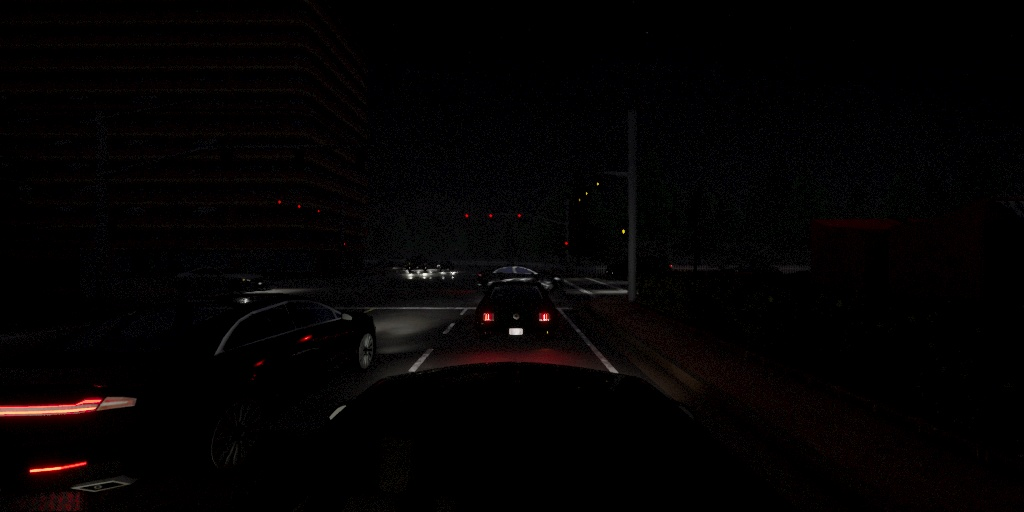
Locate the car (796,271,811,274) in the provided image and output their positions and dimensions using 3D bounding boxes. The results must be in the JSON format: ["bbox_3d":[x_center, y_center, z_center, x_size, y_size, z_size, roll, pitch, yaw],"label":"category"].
[{"bbox_3d":[24.813,1.406,27.713,4.718,1.301,1.895,0,0,1],"label":"car"}]

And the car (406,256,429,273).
[{"bbox_3d":[-11.794,0.971,44.803,2.150,2.045,5.566,0,0,-15],"label":"car"}]

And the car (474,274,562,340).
[{"bbox_3d":[0.113,1.351,9.993,1.895,1.301,4.718,0,0,1],"label":"car"}]

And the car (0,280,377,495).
[{"bbox_3d":[-3.426,1.242,4.729,2.128,1.511,4.902,0,0,0],"label":"car"}]

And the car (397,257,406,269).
[{"bbox_3d":[-15.360,1.276,53.778,1.812,1.442,4.674,0,0,-31],"label":"car"}]

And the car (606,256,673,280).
[{"bbox_3d":[11.089,1.027,31.359,5.566,2.045,2.150,0,0,1],"label":"car"}]

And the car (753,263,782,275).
[{"bbox_3d":[20.856,1.331,31.238,4.674,1.442,1.812,0,0,0],"label":"car"}]

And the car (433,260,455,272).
[{"bbox_3d":[-8.870,1.297,47.747,2.033,1.411,5.357,0,0,-18],"label":"car"}]

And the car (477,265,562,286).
[{"bbox_3d":[0.423,1.277,20.740,4.902,1.511,2.128,0,0,1],"label":"car"}]

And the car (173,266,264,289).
[{"bbox_3d":[-17.014,1.328,20.908,4.674,1.442,1.812,0,0,1],"label":"car"}]

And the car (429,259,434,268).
[{"bbox_3d":[-12.891,1.255,56.433,1.837,1.490,4.892,0,0,-32],"label":"car"}]

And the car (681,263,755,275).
[{"bbox_3d":[15.646,1.406,27.799,4.718,1.301,1.895,0,0,1],"label":"car"}]
